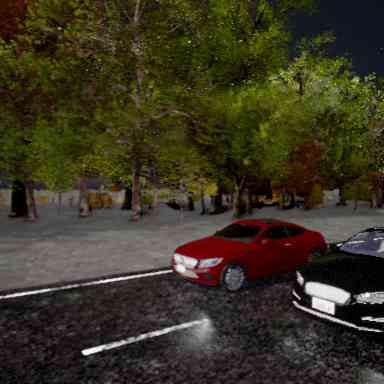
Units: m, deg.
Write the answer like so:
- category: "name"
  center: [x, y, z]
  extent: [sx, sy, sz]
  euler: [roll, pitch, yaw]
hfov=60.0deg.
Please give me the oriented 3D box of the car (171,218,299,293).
- category: "car"
  center: [1.681, 1.455, 8.771]
  extent: [4.674, 1.442, 1.812]
  euler: [0, 1, -34]

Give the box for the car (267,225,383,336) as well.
- category: "car"
  center: [4.011, 1.456, 6.428]
  extent: [4.902, 1.511, 2.128]
  euler: [0, 1, -34]
